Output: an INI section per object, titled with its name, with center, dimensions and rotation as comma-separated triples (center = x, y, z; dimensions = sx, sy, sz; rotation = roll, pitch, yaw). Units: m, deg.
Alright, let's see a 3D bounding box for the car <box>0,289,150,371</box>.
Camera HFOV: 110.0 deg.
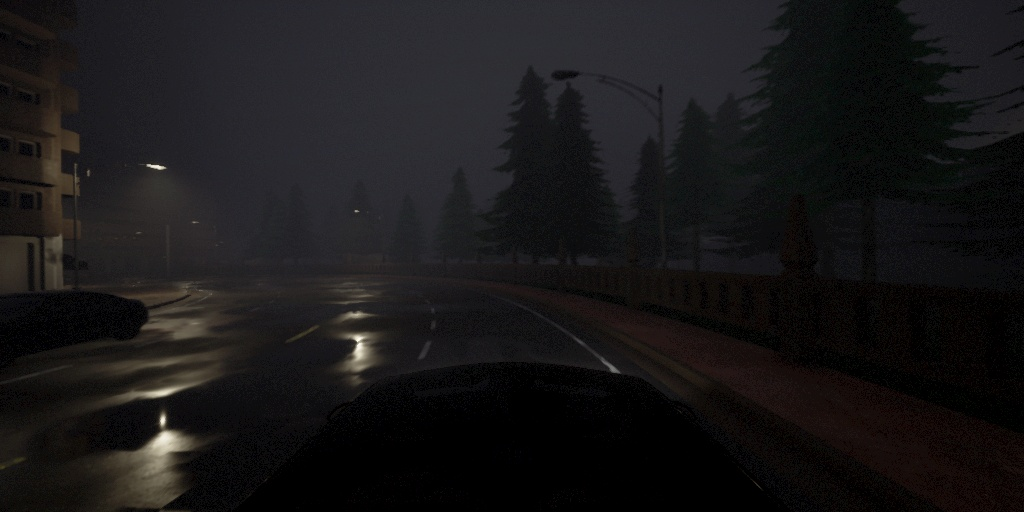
[car]
center = -10.757, 1.532, 8.069
dimensions = 1.812, 1.442, 4.674
rotation = -1, 0, -9
